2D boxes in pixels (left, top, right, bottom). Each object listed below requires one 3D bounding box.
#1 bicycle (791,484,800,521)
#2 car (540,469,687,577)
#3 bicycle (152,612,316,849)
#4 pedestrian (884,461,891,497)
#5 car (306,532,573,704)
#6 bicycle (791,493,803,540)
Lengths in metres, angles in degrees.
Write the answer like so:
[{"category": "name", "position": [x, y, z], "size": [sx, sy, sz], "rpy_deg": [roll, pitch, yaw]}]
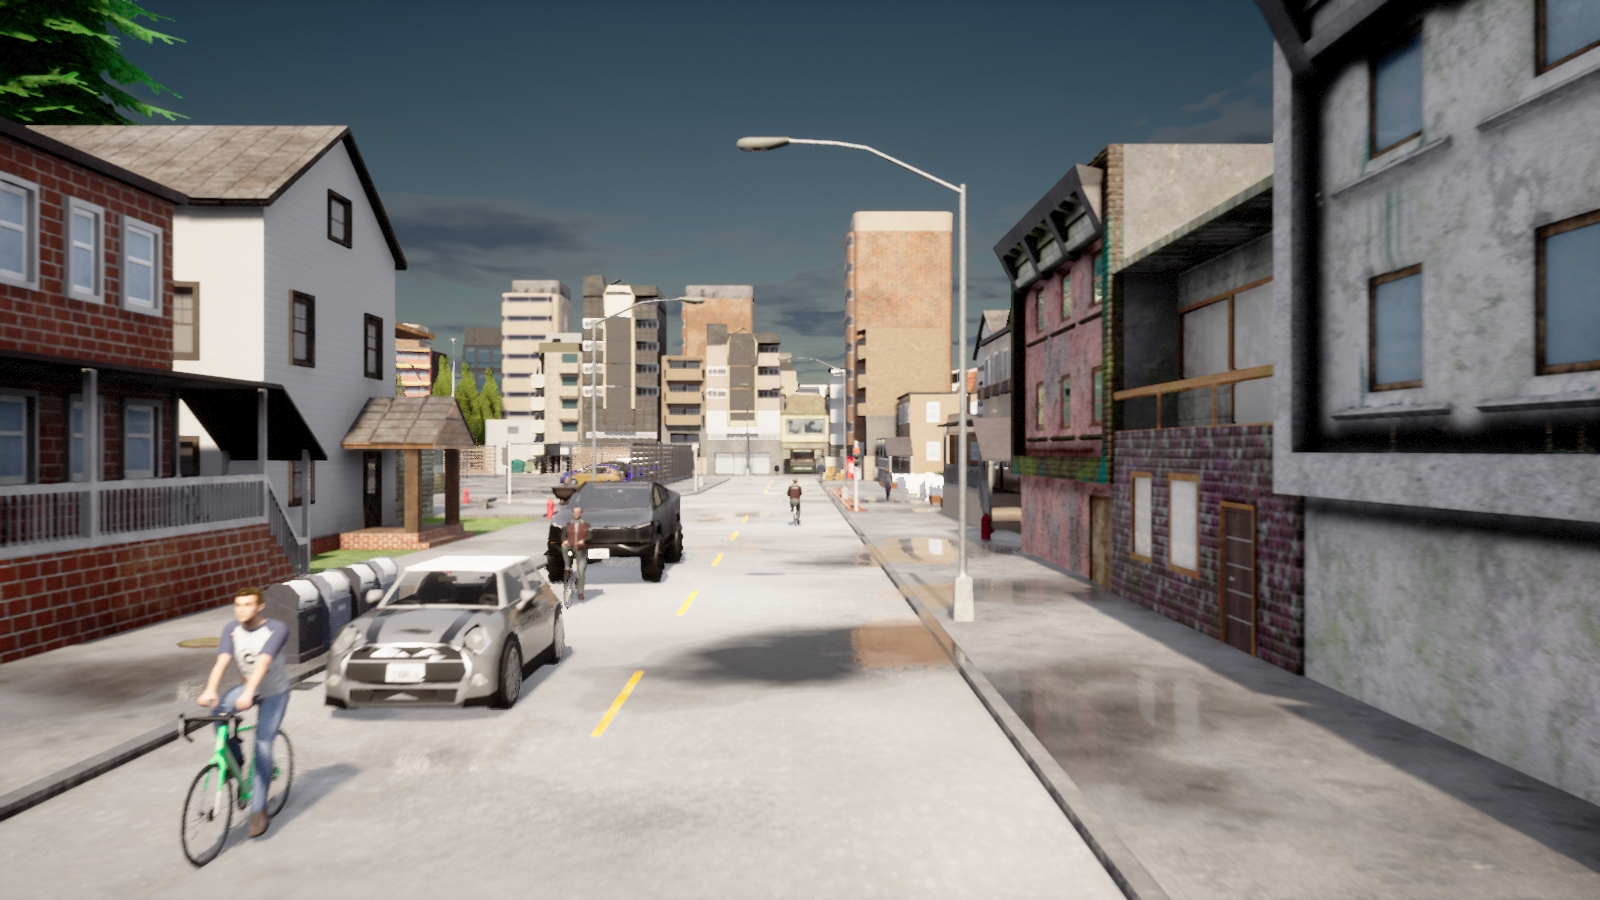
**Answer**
[{"category": "bicycle", "position": [-0.179, 1.939, 42.428], "size": [0.329, 1.271, 1.835], "rpy_deg": [0, 1, 0]}, {"category": "car", "position": [-4.108, 1.534, 26.360], "size": [2.390, 2.098, 6.274], "rpy_deg": [0, 0, 0]}, {"category": "bicycle", "position": [-4.019, 1.936, 8.236], "size": [0.373, 1.296, 1.643], "rpy_deg": [0, 0, 0]}, {"category": "pedestrian", "position": [4.581, 1.523, 59.868], "size": [0.375, 1.860, 0.375], "rpy_deg": [0, 0, 2]}, {"category": "car", "position": [-4.046, 1.845, 13.515], "size": [1.970, 1.475, 3.806], "rpy_deg": [0, 0, 0]}, {"category": "bicycle", "position": [-0.096, 1.940, 33.524], "size": [0.329, 1.271, 1.835], "rpy_deg": [0, 0, 0]}]
